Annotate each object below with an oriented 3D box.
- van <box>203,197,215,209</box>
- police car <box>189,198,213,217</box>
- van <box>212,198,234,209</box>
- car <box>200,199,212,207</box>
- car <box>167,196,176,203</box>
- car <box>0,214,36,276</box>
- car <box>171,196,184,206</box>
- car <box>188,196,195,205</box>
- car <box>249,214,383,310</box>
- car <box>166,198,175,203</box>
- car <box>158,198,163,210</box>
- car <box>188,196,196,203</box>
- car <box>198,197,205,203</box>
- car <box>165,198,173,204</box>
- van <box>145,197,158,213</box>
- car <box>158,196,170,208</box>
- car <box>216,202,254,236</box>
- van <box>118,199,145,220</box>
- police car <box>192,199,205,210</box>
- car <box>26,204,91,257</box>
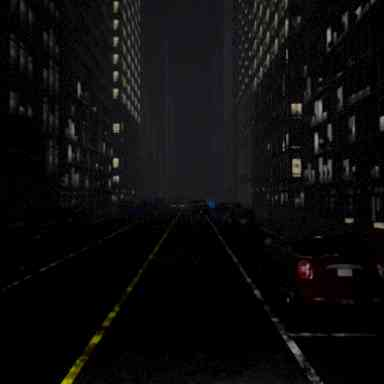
[{"bbox_3d":[2.706,1.801,53.496,1.690,1.788,3.998,0,0,0],"label":"van"},{"bbox_3d":[0.907,1.739,35.199,1.930,1.638,5.238,0,0,0],"label":"police car"},{"bbox_3d":[2.700,1.568,25.070,1.690,1.788,3.998,0,0,0],"label":"van"},{"bbox_3d":[2.707,2.095,64.865,2.008,1.369,4.403,0,0,0],"label":"car"},{"bbox_3d":[-5.666,2.050,93.303,2.192,1.841,5.009,0,0,0],"label":"car"},{"bbox_3d":[-5.780,1.516,8.020,1.967,1.590,4.097,0,-1,0],"label":"car"},{"bbox_3d":[-2.987,1.811,70.949,2.150,2.045,5.566,0,0,0],"label":"car"},{"bbox_3d":[0.908,1.745,45.060,2.097,1.767,4.553,0,0,0],"label":"car"},{"bbox_3d":[2.791,1.516,8.017,1.967,1.590,4.097,0,-1,0],"label":"car"},{"bbox_3d":[-5.669,2.244,87.616,1.887,1.381,4.507,0,0,0],"label":"car"},{"bbox_3d":[-5.677,1.982,47.815,1.947,1.339,4.313,0,0,0],"label":"car"},{"bbox_3d":[0.015,1.913,85.433,2.097,1.767,4.553,0,0,0],"label":"car"},{"bbox_3d":[2.713,2.261,93.460,1.752,1.417,4.829,0,0,0],"label":"car"},{"bbox_3d":[-5.670,2.244,81.931,1.802,1.307,4.206,0,0,0],"label":"car"},{"bbox_3d":[-5.677,1.712,42.132,1.690,1.788,3.998,0,0,0],"label":"van"},{"bbox_3d":[-5.673,1.818,59.190,2.192,1.841,5.009,0,0,0],"label":"car"},{"bbox_3d":[2.698,1.617,19.385,1.967,1.590,4.097,0,-1,0],"label":"car"},{"bbox_3d":[-5.679,1.617,30.761,1.690,1.788,3.998,0,0,0],"label":"van"},{"bbox_3d":[0.909,1.868,51.199,1.930,1.638,5.238,0,0,0],"label":"police car"},{"bbox_3d":[-5.712,1.442,13.706,2.192,1.841,5.009,0,-1,0],"label":"car"}]
